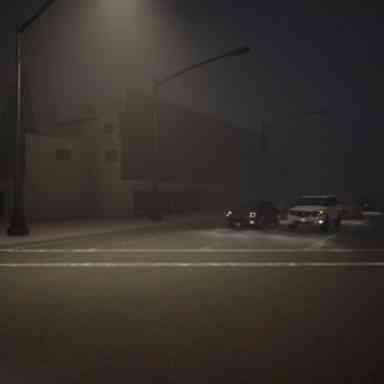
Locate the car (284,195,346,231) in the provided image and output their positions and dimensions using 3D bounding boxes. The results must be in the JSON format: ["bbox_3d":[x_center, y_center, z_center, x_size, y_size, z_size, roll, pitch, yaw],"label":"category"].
[{"bbox_3d":[7.764,1.205,20.828,2.150,2.045,5.566,0,0,35],"label":"car"}]

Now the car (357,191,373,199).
[{"bbox_3d":[31.644,0.591,60.810,1.994,1.385,4.181,0,0,35],"label":"car"}]

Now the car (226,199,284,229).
[{"bbox_3d":[4.000,1.339,21.555,2.097,1.767,4.553,0,0,35],"label":"car"}]

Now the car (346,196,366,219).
[{"bbox_3d":[13.505,1.390,29.006,1.882,1.535,5.008,0,1,35],"label":"car"}]

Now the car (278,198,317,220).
[{"bbox_3d":[9.294,1.421,29.100,1.882,1.535,5.008,0,1,35],"label":"car"}]

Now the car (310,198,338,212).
[{"bbox_3d":[14.627,1.393,36.700,1.895,1.301,4.718,0,1,35],"label":"car"}]

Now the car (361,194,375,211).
[{"bbox_3d":[18.876,1.245,36.662,1.837,1.490,4.892,0,1,35],"label":"car"}]
